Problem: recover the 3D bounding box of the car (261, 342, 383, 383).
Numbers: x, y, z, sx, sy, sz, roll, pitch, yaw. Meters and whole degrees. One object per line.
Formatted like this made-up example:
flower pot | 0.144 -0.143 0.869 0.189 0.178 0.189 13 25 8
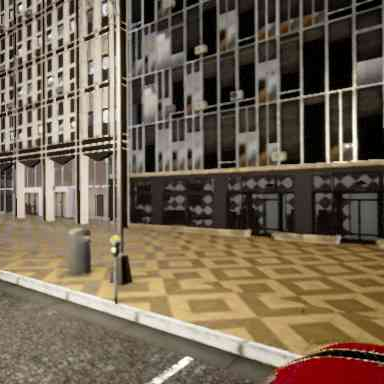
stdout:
car | 2.060 1.442 1.416 4.097 1.590 1.967 0 -1 36
